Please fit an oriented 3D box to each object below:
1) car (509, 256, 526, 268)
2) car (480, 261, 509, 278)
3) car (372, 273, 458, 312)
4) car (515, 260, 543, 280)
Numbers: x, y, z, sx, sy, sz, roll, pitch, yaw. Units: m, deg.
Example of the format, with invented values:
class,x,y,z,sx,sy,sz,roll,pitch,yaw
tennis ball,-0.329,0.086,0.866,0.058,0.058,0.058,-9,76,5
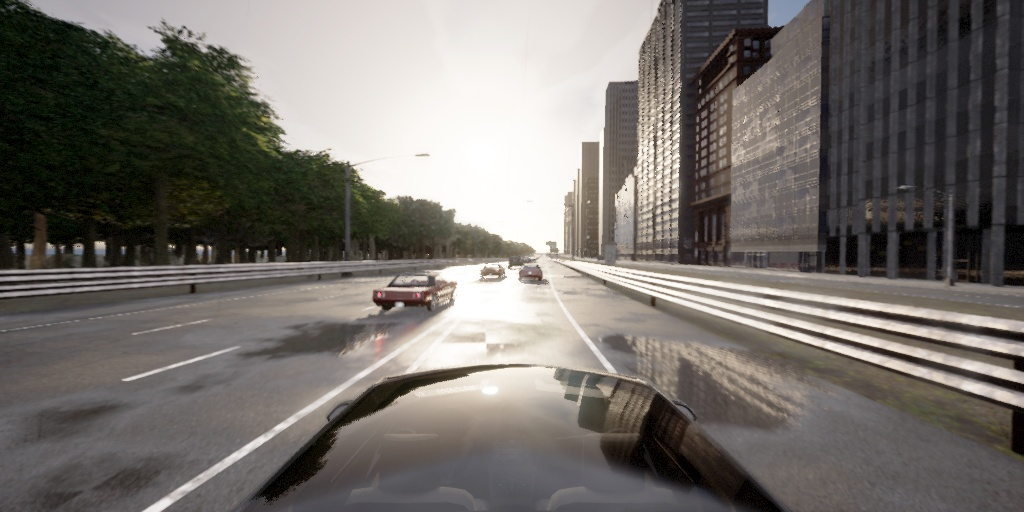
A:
class,x,y,z,sx,sy,sz,roll,pitch,yaw
car,0.638,1.001,59.523,2.150,2.045,5.566,1,0,5
car,-1.705,1.348,33.604,1.895,1.301,4.718,1,0,5
car,-3.504,1.324,14.032,1.895,1.301,4.718,1,0,5
car,1.671,1.344,31.371,1.994,1.385,4.181,1,0,5
